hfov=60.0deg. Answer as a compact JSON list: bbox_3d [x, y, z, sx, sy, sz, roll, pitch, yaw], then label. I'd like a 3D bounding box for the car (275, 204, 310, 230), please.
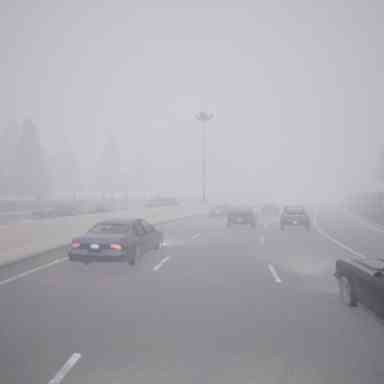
[{"bbox_3d":[7.051,1.701,22.961,2.128,1.511,4.902,0,0,16],"label":"car"}]

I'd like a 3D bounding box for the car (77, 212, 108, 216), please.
[{"bbox_3d":[-9.084,1.738,30.735,1.812,1.442,4.674,0,0,18],"label":"car"}]

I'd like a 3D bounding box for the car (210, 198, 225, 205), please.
[{"bbox_3d":[5.198,1.971,68.531,1.812,1.442,4.674,0,0,21],"label":"car"}]

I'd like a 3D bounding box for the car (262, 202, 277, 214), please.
[{"bbox_3d":[9.532,1.884,40.494,1.812,1.442,4.674,0,-1,21],"label":"car"}]

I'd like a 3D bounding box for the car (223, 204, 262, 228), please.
[{"bbox_3d":[3.813,1.686,24.275,1.882,1.535,5.008,0,-1,16],"label":"car"}]

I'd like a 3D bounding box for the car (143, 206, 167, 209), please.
[{"bbox_3d":[-3.430,1.501,36.560,2.150,2.045,5.566,0,-1,20],"label":"car"}]

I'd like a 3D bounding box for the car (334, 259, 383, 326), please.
[{"bbox_3d":[3.888,1.657,5.126,1.895,1.301,4.718,0,0,4],"label":"car"}]

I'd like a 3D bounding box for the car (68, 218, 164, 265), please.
[{"bbox_3d":[-2.435,1.636,12.047,2.033,1.411,5.357,0,0,8],"label":"car"}]

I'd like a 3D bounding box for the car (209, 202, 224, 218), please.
[{"bbox_3d":[3.168,1.843,33.452,1.994,1.385,4.181,0,0,20],"label":"car"}]
